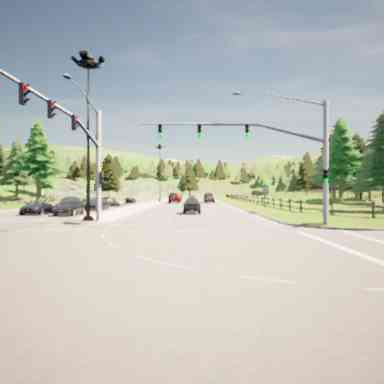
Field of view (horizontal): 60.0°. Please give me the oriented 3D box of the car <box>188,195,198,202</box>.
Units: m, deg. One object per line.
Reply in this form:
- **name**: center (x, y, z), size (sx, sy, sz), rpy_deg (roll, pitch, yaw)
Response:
- **car**: center (0.248, 1.393, 75.854), size (2.128, 1.511, 4.902), rpy_deg (0, 0, 1)

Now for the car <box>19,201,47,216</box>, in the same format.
- **car**: center (-15.093, 1.532, 32.586), size (1.994, 1.385, 4.181), rpy_deg (0, 0, 1)

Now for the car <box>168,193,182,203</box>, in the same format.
- **car**: center (-3.472, 1.158, 65.200), size (2.150, 2.045, 5.566), rpy_deg (0, 0, 1)

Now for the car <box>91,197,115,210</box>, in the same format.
- **car**: center (-11.604, 1.507, 41.494), size (2.033, 1.411, 5.357), rpy_deg (0, 0, 0)

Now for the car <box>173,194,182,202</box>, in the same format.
- **car**: center (-3.251, 1.346, 75.945), size (1.882, 1.535, 5.008), rpy_deg (0, 0, 1)

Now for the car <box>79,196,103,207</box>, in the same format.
- **car**: center (-15.079, 1.443, 49.972), size (2.128, 1.511, 4.902), rpy_deg (0, 0, 0)

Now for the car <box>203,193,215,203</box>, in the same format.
- **car**: center (3.528, 1.485, 65.167), size (2.033, 1.411, 5.357), rpy_deg (0, 0, 1)

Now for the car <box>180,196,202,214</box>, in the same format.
- **car**: center (-0.005, 1.470, 34.564), size (1.837, 1.490, 4.892), rpy_deg (0, 0, 0)

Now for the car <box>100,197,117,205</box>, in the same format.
- **car**: center (-15.005, 1.542, 60.114), size (1.895, 1.301, 4.718), rpy_deg (0, 0, 0)

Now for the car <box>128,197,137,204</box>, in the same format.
- **car**: center (-11.505, 1.541, 61.271), size (1.895, 1.301, 4.718), rpy_deg (0, 0, 0)

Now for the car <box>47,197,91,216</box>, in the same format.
- **car**: center (-11.604, 1.474, 31.755), size (1.837, 1.490, 4.892), rpy_deg (0, 0, 0)

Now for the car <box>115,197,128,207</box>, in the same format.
- **car**: center (-11.584, 1.551, 51.078), size (1.895, 1.301, 4.718), rpy_deg (0, 0, 1)
